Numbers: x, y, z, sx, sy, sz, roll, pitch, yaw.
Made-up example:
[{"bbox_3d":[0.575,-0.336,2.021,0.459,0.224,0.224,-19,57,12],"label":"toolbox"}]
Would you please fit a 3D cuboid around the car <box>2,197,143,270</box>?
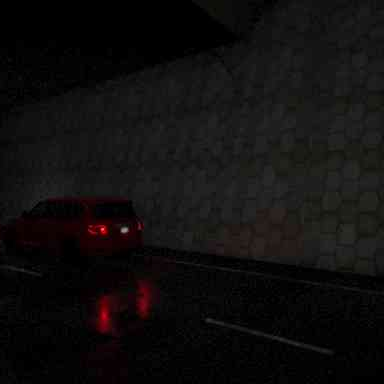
[{"bbox_3d":[-4.136,1.192,11.216,5.566,2.045,2.150,0,0,36],"label":"car"}]
